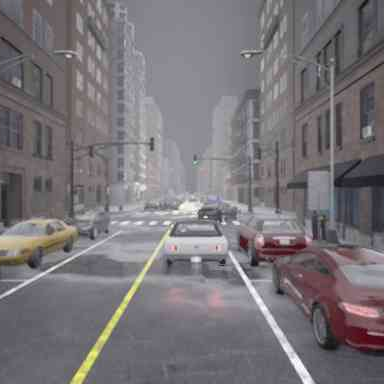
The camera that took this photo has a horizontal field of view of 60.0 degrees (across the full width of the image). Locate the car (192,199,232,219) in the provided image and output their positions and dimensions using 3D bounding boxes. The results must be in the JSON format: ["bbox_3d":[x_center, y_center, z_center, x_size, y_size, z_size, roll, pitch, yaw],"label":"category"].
[{"bbox_3d":[2.215,1.546,25.724,1.837,1.490,4.892,-1,-1,30],"label":"car"}]

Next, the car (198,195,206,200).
[{"bbox_3d":[2.856,1.663,95.214,2.008,1.369,4.403,0,0,0],"label":"car"}]

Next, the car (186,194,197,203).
[{"bbox_3d":[0.168,1.628,73.802,2.033,1.411,5.357,0,0,0],"label":"car"}]

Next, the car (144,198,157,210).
[{"bbox_3d":[-5.288,1.615,44.093,2.008,1.369,4.403,0,0,0],"label":"car"}]

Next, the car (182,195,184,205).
[{"bbox_3d":[-2.687,1.622,51.955,2.033,1.411,5.357,0,0,0],"label":"car"}]

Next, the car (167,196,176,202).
[{"bbox_3d":[-5.196,1.671,83.866,1.947,1.339,4.313,0,0,0],"label":"car"}]

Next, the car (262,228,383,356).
[{"bbox_3d":[2.649,1.591,5.964,1.802,1.307,4.206,0,0,0],"label":"car"}]

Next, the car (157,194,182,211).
[{"bbox_3d":[-2.799,1.413,42.474,2.097,1.767,4.553,0,0,2],"label":"car"}]

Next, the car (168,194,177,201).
[{"bbox_3d":[-5.182,1.424,89.548,2.192,1.841,5.009,0,0,0],"label":"car"}]

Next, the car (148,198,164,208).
[{"bbox_3d":[-5.275,1.617,49.774,1.887,1.381,4.507,0,0,0],"label":"car"}]

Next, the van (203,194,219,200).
[{"bbox_3d":[2.737,1.404,44.083,1.690,1.788,3.998,0,0,0],"label":"van"}]

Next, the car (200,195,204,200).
[{"bbox_3d":[2.764,1.661,55.445,1.802,1.307,4.206,0,0,0],"label":"car"}]

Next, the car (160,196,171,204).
[{"bbox_3d":[-5.236,1.618,66.651,1.752,1.417,4.829,0,0,0],"label":"car"}]

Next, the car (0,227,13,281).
[{"bbox_3d":[-5.376,1.449,5.976,1.967,1.590,4.097,0,0,0],"label":"car"}]

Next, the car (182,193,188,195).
[{"bbox_3d":[-2.574,1.495,77.173,1.994,1.385,4.181,0,0,0],"label":"car"}]

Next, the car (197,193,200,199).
[{"bbox_3d":[2.803,1.411,72.490,2.192,1.841,5.009,0,0,0],"label":"car"}]

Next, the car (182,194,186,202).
[{"bbox_3d":[-2.616,1.614,62.492,1.812,1.442,4.674,0,0,0],"label":"car"}]

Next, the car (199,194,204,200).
[{"bbox_3d":[2.790,1.674,66.808,1.802,1.307,4.206,0,0,0],"label":"car"}]

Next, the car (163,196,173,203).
[{"bbox_3d":[-5.222,1.663,72.502,1.947,1.339,4.313,0,0,0],"label":"car"}]

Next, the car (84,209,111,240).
[{"bbox_3d":[-5.350,1.576,17.011,2.008,1.369,4.403,0,0,0],"label":"car"}]

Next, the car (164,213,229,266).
[{"bbox_3d":[0.126,1.618,11.630,1.895,1.301,4.718,0,0,0],"label":"car"}]

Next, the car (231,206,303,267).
[{"bbox_3d":[2.662,1.457,11.483,1.967,1.590,4.097,0,0,0],"label":"car"}]

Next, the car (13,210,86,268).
[{"bbox_3d":[-5.364,1.543,11.323,1.752,1.417,4.829,0,0,0],"label":"car"}]
